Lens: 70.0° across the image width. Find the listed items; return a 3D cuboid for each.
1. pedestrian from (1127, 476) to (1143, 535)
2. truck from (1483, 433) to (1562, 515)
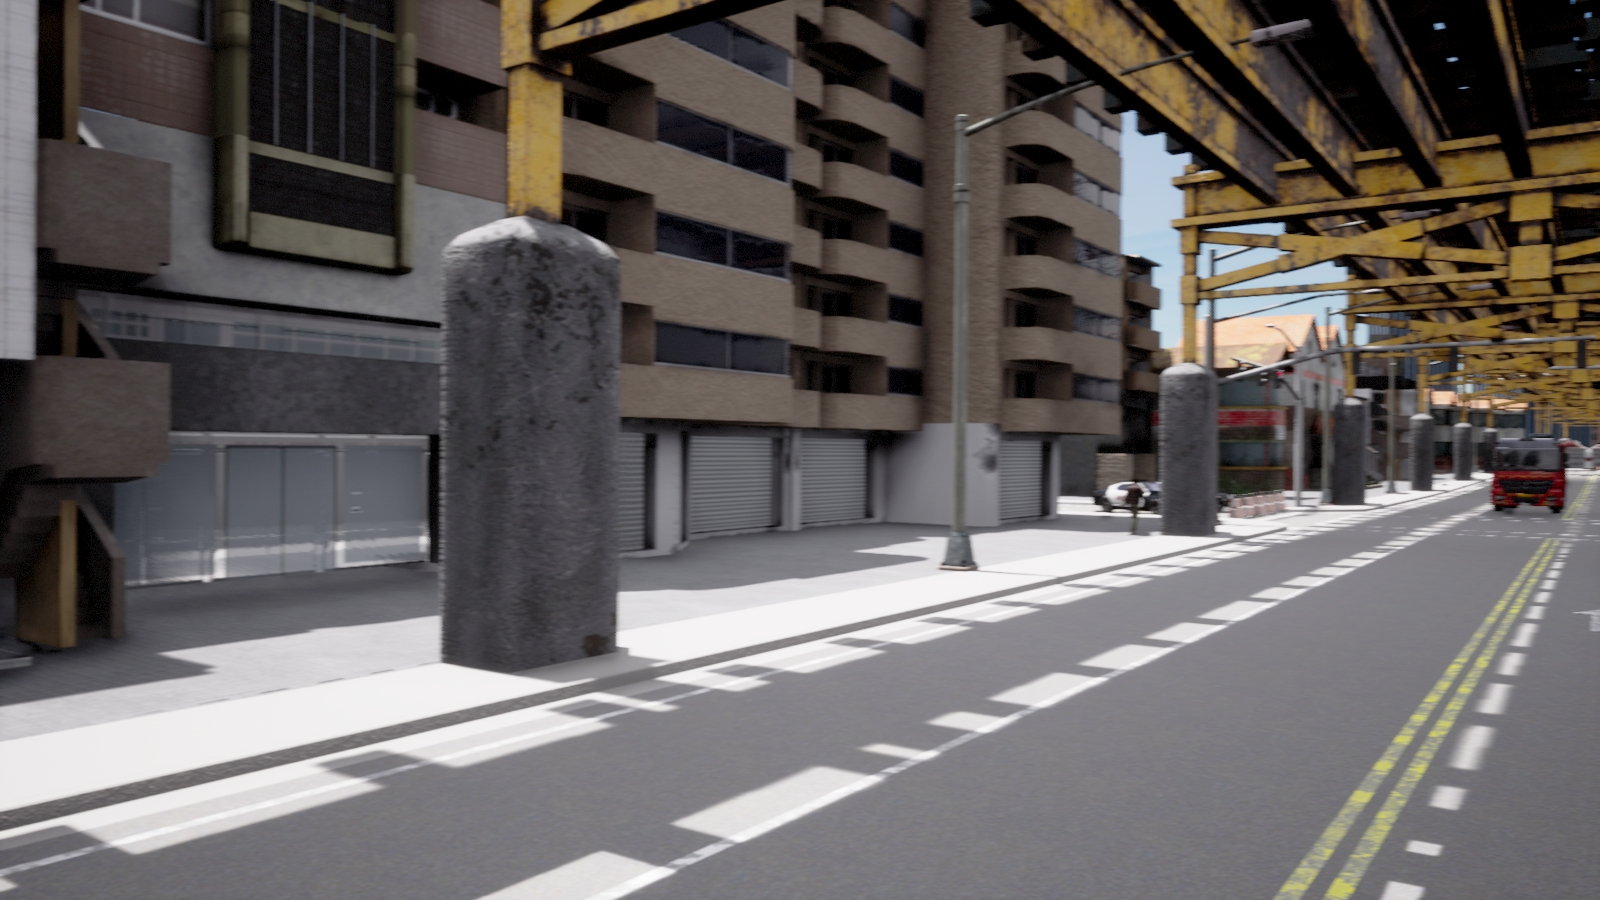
[{"bbox_3d":[10.661,1.754,36.390,0.375,1.860,0.375,0,0,32],"label":"pedestrian"},{"bbox_3d":[36.229,1.117,57.139,2.891,3.827,8.468,0,0,35],"label":"truck"}]
